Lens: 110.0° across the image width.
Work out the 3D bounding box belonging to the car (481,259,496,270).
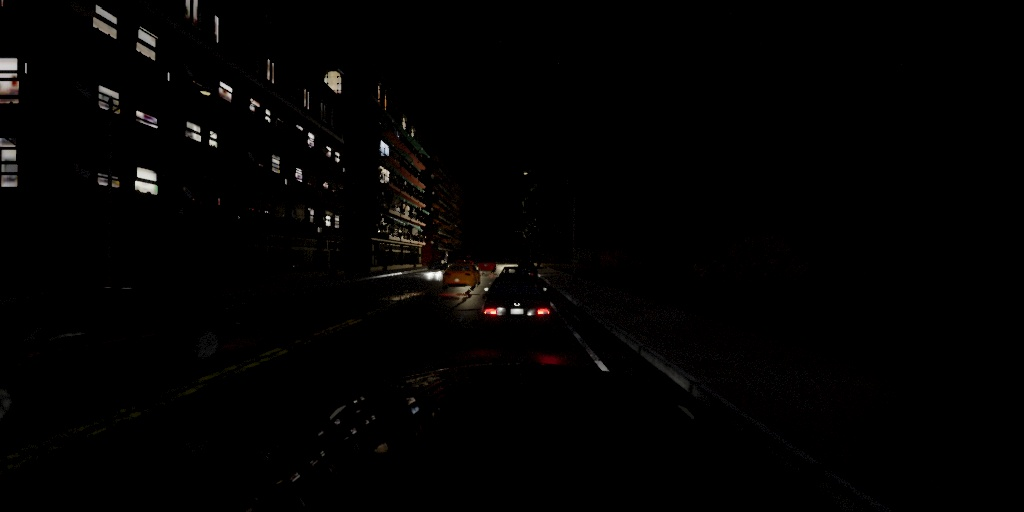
[{"bbox_3d":[-3.112,1.107,44.580,2.097,1.767,4.553,0,0,0],"label":"car"}]

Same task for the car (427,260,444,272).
[{"bbox_3d":[-9.809,1.244,47.327,2.128,1.511,4.902,0,0,0],"label":"car"}]

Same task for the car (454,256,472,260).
[{"bbox_3d":[-6.558,0.974,48.747,2.150,2.045,5.566,0,0,0],"label":"car"}]

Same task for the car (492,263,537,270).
[{"bbox_3d":[0.116,1.300,20.955,2.033,1.411,5.357,0,0,0],"label":"car"}]

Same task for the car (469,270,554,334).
[{"bbox_3d":[0.110,1.299,10.593,2.033,1.411,5.357,0,0,0],"label":"car"}]

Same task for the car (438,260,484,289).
[{"bbox_3d":[-3.132,1.231,22.947,1.882,1.535,5.008,0,0,0],"label":"car"}]

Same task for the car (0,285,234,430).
[{"bbox_3d":[-6.598,1.255,5.300,1.837,1.490,4.892,0,0,0],"label":"car"}]

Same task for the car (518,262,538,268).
[{"bbox_3d":[1.163,1.259,30.722,1.837,1.490,4.892,0,0,0],"label":"car"}]
